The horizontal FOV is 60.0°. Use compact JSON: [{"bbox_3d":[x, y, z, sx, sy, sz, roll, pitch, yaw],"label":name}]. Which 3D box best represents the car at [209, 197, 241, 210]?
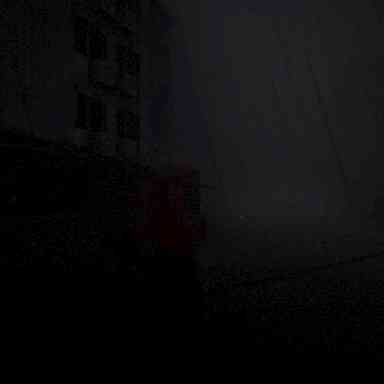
[{"bbox_3d":[4.228,1.478,43.364,1.882,1.535,5.008,0,0,-36],"label":"car"}]

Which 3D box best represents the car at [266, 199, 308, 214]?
[{"bbox_3d":[9.984,1.526,35.329,1.812,1.442,4.674,0,0,-36],"label":"car"}]
